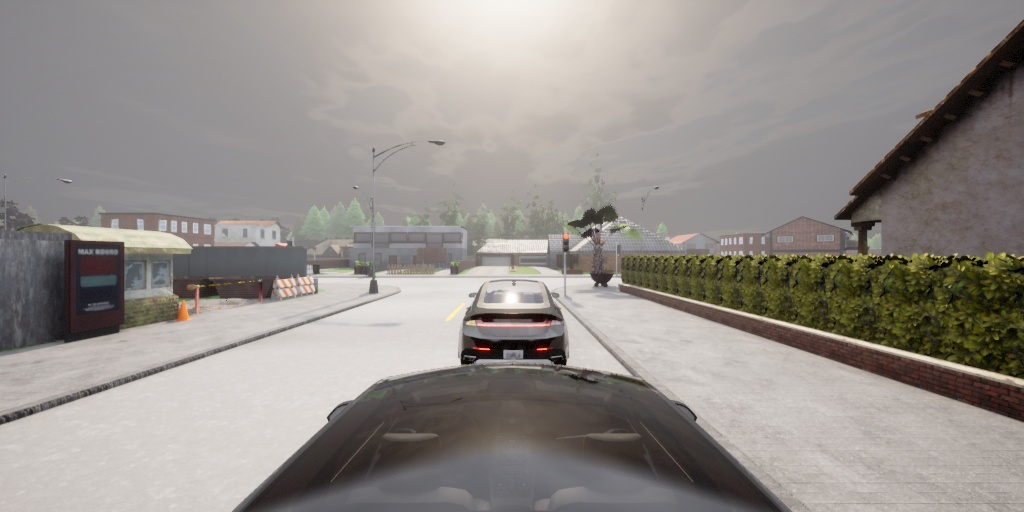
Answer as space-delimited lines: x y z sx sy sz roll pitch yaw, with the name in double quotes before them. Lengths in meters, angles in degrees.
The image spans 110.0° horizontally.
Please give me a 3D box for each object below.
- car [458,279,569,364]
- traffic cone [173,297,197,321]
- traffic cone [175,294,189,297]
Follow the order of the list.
"car" 0.042 1.242 7.724 2.128 1.511 4.902 0 0 1
"traffic cone" -9.672 1.598 10.550 0.344 0.586 0.344 0 0 0
"traffic cone" -10.392 1.568 11.070 0.344 0.586 0.344 0 0 0
